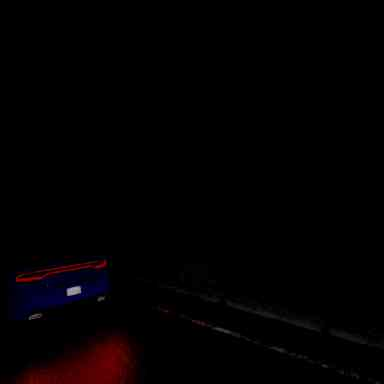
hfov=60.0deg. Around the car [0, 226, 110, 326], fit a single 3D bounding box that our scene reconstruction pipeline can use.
[{"bbox_3d":[-3.767,1.476,7.150,5.008,1.535,1.882,0,0,43],"label":"car"}]
